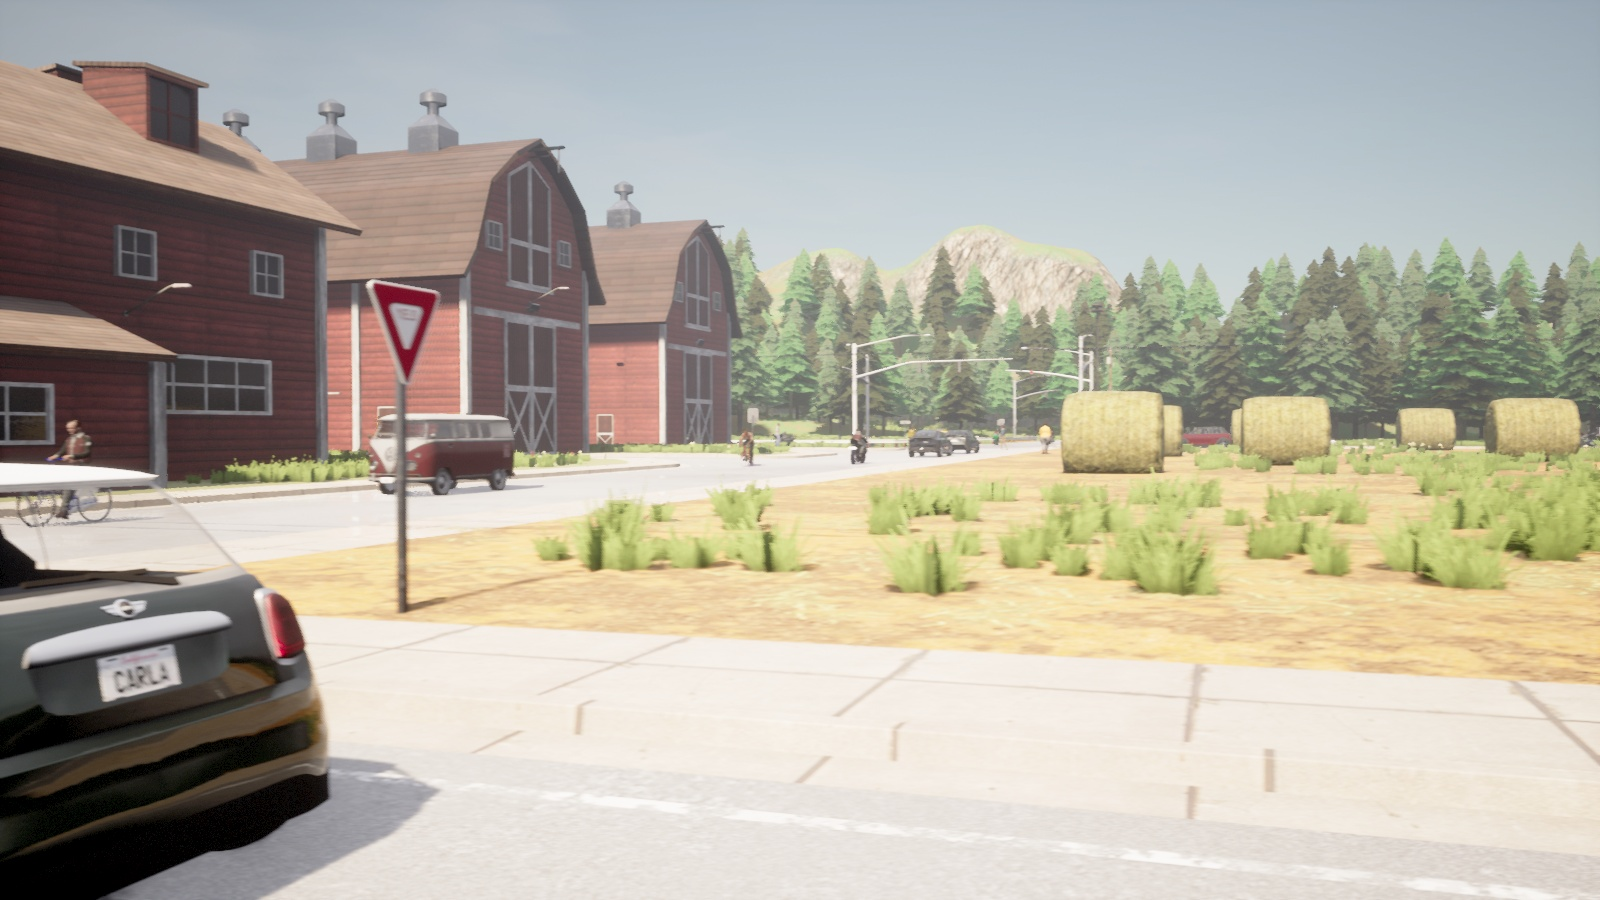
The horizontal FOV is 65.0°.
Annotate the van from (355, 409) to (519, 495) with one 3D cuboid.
[{"bbox_3d":[-8.962,0.016,31.421,1.775,1.987,4.442,1,1,18],"label":"van"}]

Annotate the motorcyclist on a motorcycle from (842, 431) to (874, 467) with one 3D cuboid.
[{"bbox_3d":[2.581,-0.065,56.022,0.866,1.530,2.191,1,1,18],"label":"motorcyclist on a motorcycle"}]

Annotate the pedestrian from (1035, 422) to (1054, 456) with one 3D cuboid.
[{"bbox_3d":[13.430,-0.602,68.917,0.874,1.855,0.900,1,1,23],"label":"pedestrian"}]

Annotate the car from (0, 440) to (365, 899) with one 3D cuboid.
[{"bbox_3d":[-3.778,0.706,4.469,3.806,1.475,1.970,1,1,19],"label":"car"}]

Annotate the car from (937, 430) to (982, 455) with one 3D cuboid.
[{"bbox_3d":[10.140,-0.495,79.649,2.007,1.525,4.514,1,1,18],"label":"car"}]

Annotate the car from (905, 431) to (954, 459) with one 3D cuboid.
[{"bbox_3d":[7.352,-0.304,70.937,1.837,1.490,4.892,1,1,17],"label":"car"}]
